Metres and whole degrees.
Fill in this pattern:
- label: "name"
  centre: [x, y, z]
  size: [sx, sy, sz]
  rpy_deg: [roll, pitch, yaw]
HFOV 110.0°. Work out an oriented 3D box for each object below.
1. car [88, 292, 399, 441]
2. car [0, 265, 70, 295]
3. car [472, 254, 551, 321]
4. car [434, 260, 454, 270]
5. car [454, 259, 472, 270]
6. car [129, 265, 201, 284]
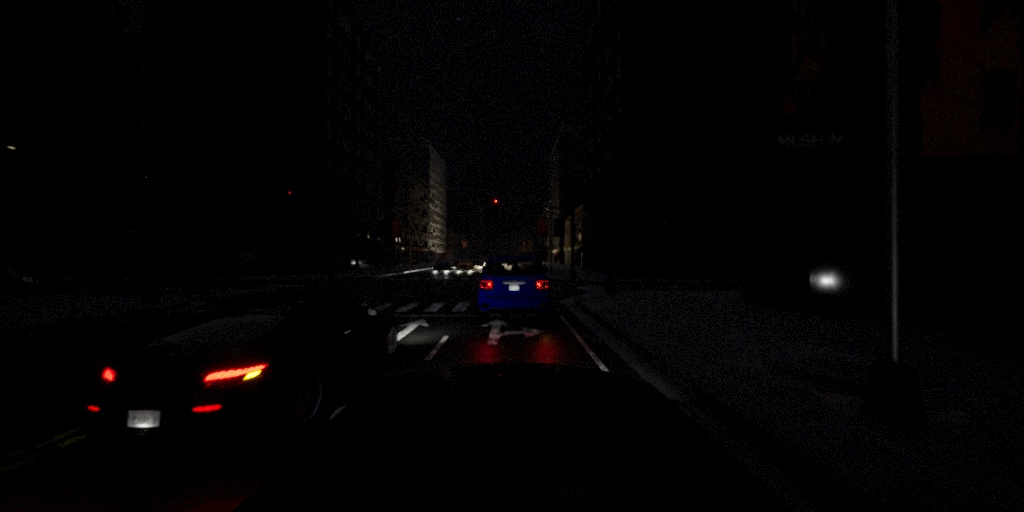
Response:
- label: "car"
  centre: [-3.246, 1.273, 5.483]
  size: [1.812, 1.442, 4.674]
  rpy_deg: [0, 0, 0]
- label: "car"
  centre: [-25.412, 1.161, 18.311]
  size: [4.097, 1.591, 1.967]
  rpy_deg: [0, 0, 0]
- label: "car"
  centre: [0.109, 0.964, 12.492]
  size: [2.150, 2.045, 5.566]
  rpy_deg: [0, 0, 1]
- label: "car"
  centre: [-9.814, 1.237, 50.881]
  size: [1.812, 1.442, 4.674]
  rpy_deg: [0, 0, 0]
- label: "car"
  centre: [-6.566, 1.189, 50.982]
  size: [1.882, 1.535, 5.008]
  rpy_deg: [0, 0, 0]
- label: "car"
  centre: [-25.369, 1.313, 26.336]
  size: [4.313, 1.339, 1.948]
  rpy_deg: [0, 0, 0]
